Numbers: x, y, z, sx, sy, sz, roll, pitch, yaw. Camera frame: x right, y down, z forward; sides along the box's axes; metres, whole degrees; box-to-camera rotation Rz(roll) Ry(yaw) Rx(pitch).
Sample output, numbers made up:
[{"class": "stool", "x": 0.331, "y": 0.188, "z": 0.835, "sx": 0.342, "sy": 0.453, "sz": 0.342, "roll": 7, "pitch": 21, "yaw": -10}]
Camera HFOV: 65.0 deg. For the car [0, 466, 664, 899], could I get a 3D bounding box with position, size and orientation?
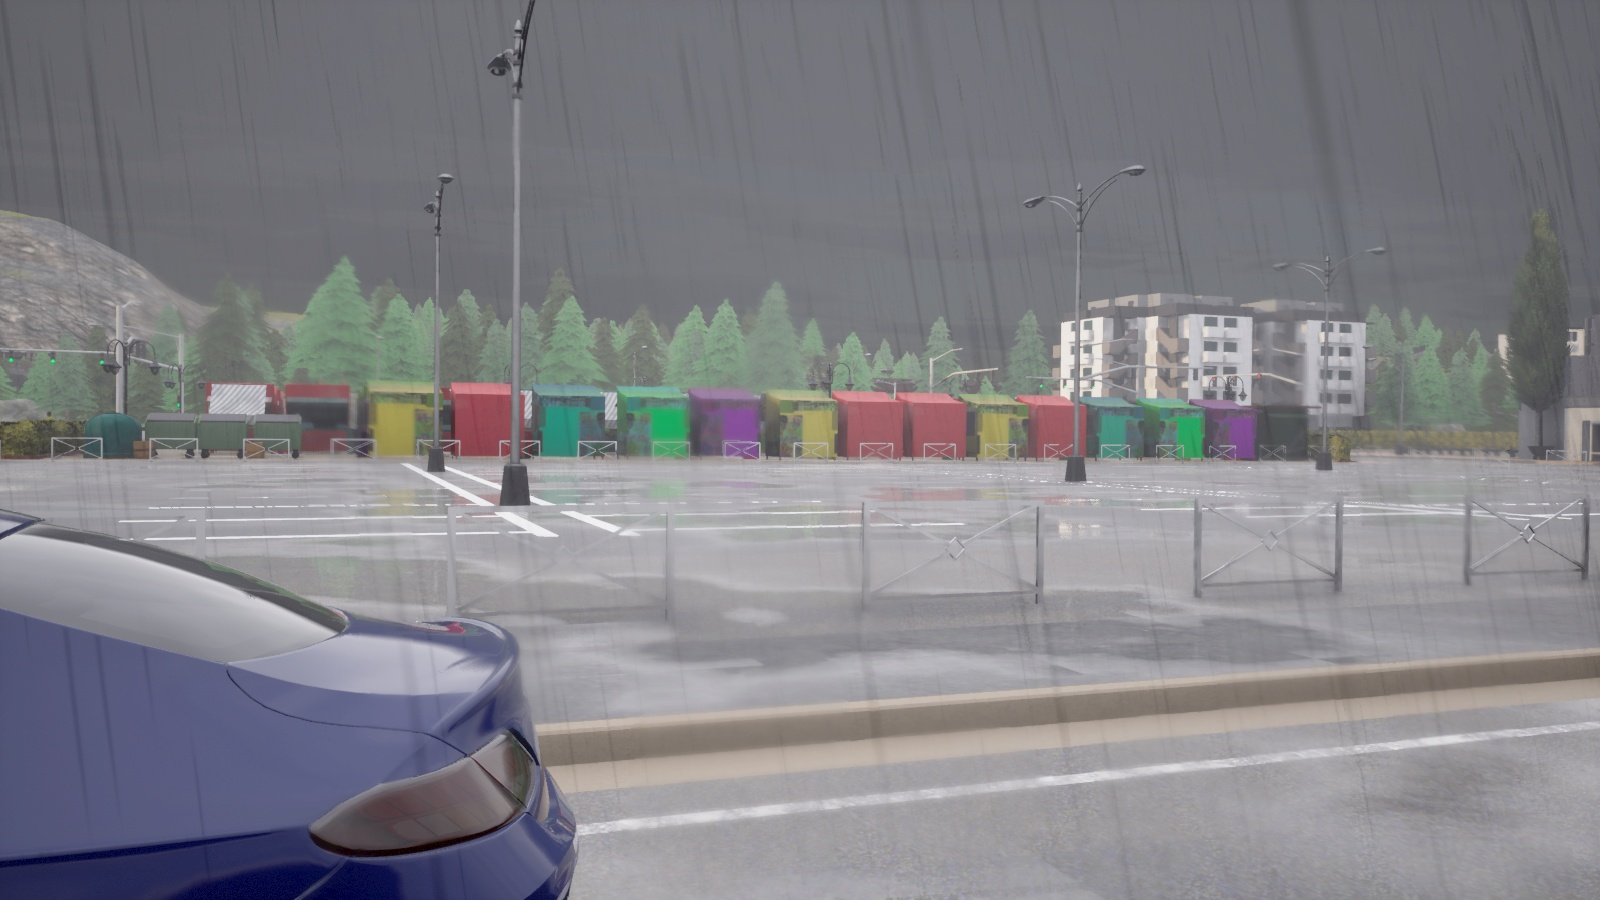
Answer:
[{"class": "car", "x": -2.743, "y": 0.818, "z": 2.198, "sx": 4.674, "sy": 1.442, "sz": 1.812, "roll": -1, "pitch": 1, "yaw": -21}]
